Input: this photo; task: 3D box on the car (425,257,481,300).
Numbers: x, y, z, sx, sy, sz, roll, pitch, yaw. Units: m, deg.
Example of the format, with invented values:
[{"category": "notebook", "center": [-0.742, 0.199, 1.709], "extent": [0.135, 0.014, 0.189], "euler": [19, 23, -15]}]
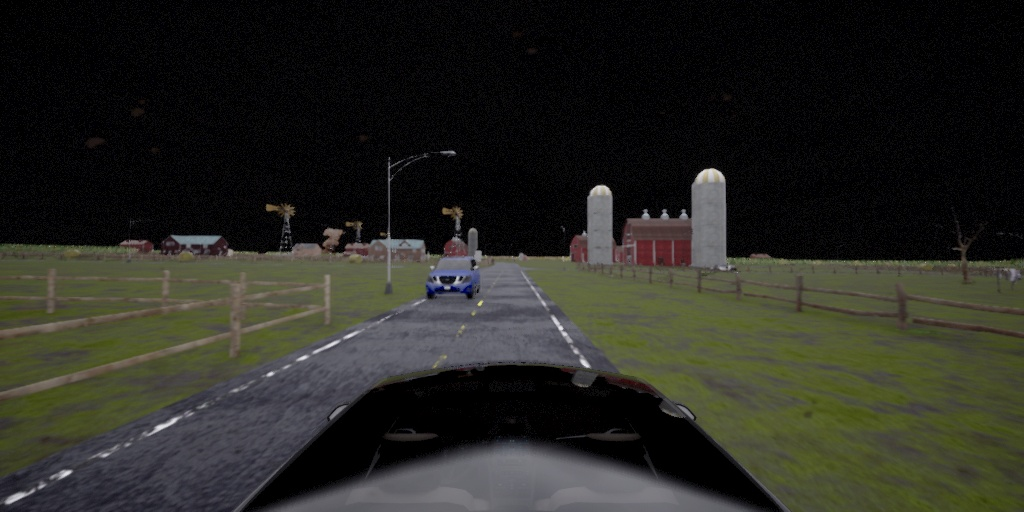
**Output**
[{"category": "car", "center": [-2.853, 1.047, 18.543], "extent": [2.150, 2.045, 5.566], "euler": [0, 0, 0]}]
